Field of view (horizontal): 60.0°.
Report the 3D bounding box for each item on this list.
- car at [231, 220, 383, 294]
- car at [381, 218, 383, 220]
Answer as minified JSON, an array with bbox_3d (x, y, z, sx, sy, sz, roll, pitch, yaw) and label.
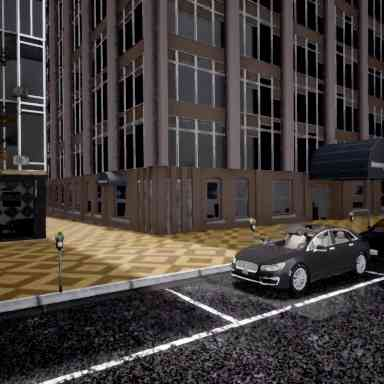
[{"bbox_3d":[2.964,1.550,8.694,4.403,1.369,2.008,0,-1,-36],"label":"car"},{"bbox_3d":[7.588,1.564,11.999,4.313,1.339,1.947,0,-1,-36],"label":"car"}]
